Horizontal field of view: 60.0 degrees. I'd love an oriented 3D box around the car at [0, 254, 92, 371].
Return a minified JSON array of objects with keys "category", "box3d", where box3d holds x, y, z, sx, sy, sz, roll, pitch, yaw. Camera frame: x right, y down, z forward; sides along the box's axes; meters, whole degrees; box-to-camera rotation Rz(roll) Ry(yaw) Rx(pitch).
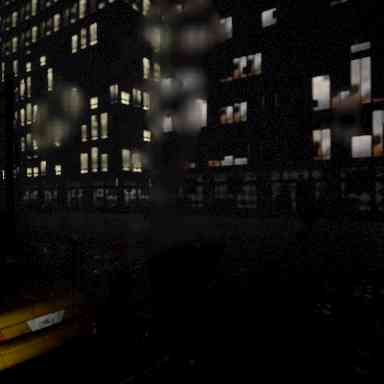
[{"category":"car","box3d":[-3.695,1.605,5.502,4.829,1.417,1.752,-1,0,35]}]
